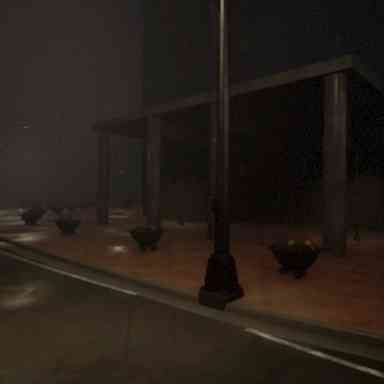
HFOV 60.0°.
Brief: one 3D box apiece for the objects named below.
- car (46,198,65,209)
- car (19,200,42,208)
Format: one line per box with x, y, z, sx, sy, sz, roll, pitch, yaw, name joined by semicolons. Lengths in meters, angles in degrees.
-20.848;1.755;50.879;1.837;1.490;4.892;1;0;-7;car
-24.424;1.849;50.478;1.895;1.301;4.718;1;-1;-6;car
